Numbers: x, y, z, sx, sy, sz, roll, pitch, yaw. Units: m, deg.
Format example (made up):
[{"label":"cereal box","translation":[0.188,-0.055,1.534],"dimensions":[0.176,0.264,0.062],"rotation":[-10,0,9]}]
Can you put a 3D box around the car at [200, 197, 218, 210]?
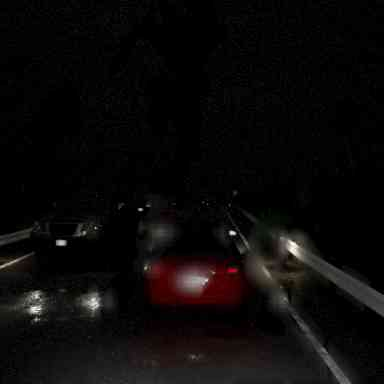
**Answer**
[{"label":"car","translation":[1.986,1.326,38.657],"dimensions":[1.812,1.442,4.674],"rotation":[0,-2,4]}]

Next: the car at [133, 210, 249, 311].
[{"label":"car","translation":[0.101,1.393,7.633],"dimensions":[1.994,1.385,4.181],"rotation":[0,3,1]}]

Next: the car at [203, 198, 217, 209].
[{"label":"car","translation":[2.640,1.632,48.802],"dimensions":[1.882,1.535,5.008],"rotation":[0,-2,2]}]

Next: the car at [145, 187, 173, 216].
[{"label":"car","translation":[-2.813,0.648,22.046],"dimensions":[2.150,2.045,5.566],"rotation":[0,0,4]}]

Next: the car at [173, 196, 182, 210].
[{"label":"car","translation":[-2.054,1.113,32.641],"dimensions":[2.033,1.411,5.357],"rotation":[0,-2,5]}]

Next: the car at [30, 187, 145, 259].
[{"label":"car","translation":[-3.336,0.883,11.573],"dimensions":[2.150,2.045,5.566],"rotation":[0,2,3]}]
